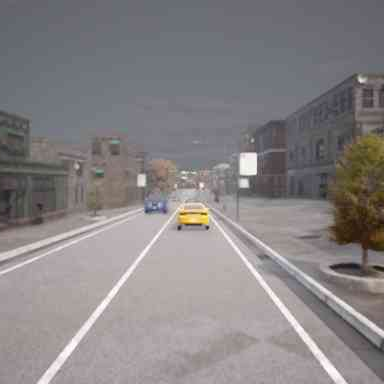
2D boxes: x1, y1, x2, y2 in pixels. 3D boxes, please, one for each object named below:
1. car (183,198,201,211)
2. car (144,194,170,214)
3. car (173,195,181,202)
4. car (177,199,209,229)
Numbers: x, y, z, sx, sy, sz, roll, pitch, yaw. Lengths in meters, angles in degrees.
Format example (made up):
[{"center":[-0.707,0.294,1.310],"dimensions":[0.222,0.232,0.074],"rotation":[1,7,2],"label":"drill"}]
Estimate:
[{"center":[0.004,1.519,40.700],"dimensions":[2.033,1.411,5.357],"rotation":[0,0,0],"label":"car"},{"center":[-3.560,1.188,34.719],"dimensions":[2.150,2.045,5.566],"rotation":[0,0,1],"label":"car"},{"center":[-3.428,1.487,75.988],"dimensions":[2.128,1.511,4.902],"rotation":[0,0,0],"label":"car"},{"center":[0.078,1.447,21.460],"dimensions":[1.882,1.535,5.008],"rotation":[0,0,0],"label":"car"}]
